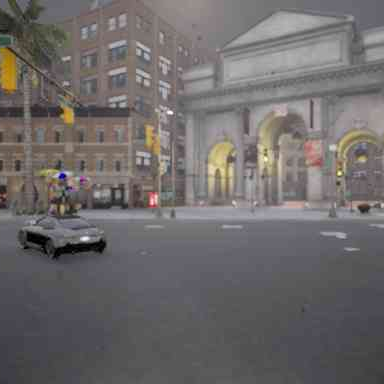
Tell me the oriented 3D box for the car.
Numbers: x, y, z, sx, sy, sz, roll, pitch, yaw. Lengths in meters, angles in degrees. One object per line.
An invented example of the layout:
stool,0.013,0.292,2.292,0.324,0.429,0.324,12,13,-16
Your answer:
car,-5.048,1.555,12.723,1.994,1.385,4.181,0,0,-45
